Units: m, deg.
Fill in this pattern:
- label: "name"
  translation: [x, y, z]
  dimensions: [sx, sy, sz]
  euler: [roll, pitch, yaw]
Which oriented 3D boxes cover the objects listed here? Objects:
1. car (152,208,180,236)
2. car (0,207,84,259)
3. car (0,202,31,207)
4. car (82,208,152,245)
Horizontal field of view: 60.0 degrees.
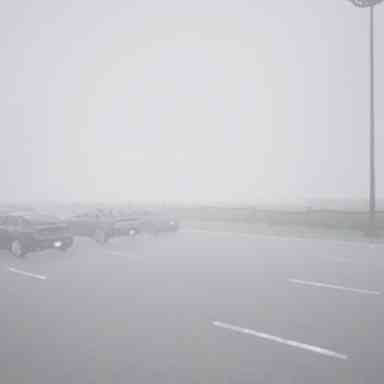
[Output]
- label: "car"
  translation: [-2.705, 1.605, 18.753]
  dimensions: [4.181, 1.385, 1.994]
  euler: [0, 0, 36]
- label: "car"
  translation: [-6.598, 1.546, 12.929]
  dimensions: [4.892, 1.490, 1.837]
  euler: [0, 0, 36]
- label: "car"
  translation: [-14.746, 1.594, 27.343]
  dimensions: [4.892, 1.490, 1.837]
  euler: [0, 0, 36]
- label: "car"
  translation: [-4.546, 1.532, 15.764]
  dimensions: [4.902, 1.511, 2.128]
  euler: [0, 0, 36]
